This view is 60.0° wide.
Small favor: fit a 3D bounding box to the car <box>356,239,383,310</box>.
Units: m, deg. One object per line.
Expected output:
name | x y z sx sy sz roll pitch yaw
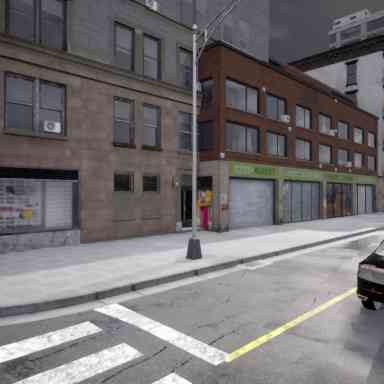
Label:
car | 5.017 1.497 6.800 4.902 1.511 2.128 0 0 -44
